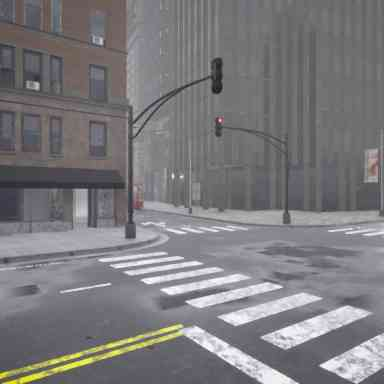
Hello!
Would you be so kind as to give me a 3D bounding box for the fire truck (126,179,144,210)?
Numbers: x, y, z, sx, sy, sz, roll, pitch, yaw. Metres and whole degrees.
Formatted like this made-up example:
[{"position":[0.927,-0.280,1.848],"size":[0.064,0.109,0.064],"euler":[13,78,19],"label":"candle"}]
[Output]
[{"position":[-8.979,0.399,43.621],"size":[2.891,3.827,8.468],"euler":[0,0,-26],"label":"fire truck"}]
